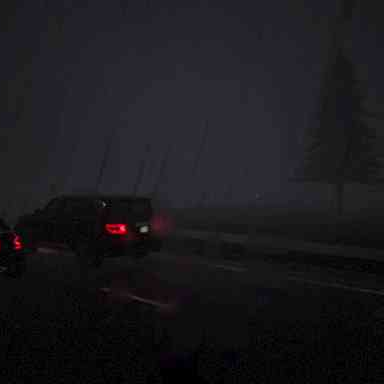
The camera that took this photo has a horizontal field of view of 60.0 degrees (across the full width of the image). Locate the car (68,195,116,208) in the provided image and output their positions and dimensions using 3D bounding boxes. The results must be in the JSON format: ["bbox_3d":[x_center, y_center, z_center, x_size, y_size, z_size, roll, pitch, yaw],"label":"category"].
[{"bbox_3d":[-11.888,1.051,39.831,2.033,1.411,5.357,1,1,36],"label":"car"}]

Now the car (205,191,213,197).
[{"bbox_3d":[4.580,0.465,68.114,2.097,1.767,4.553,1,1,36],"label":"car"}]

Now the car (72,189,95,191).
[{"bbox_3d":[-14.616,0.672,42.019,2.150,2.045,5.566,1,1,36],"label":"car"}]

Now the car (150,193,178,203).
[{"bbox_3d":[-4.674,0.959,55.605,1.837,1.490,4.892,1,0,36],"label":"car"}]

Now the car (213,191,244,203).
[{"bbox_3d":[6.549,0.784,59.047,2.150,2.045,5.566,1,0,37],"label":"car"}]

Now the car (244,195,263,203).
[{"bbox_3d":[10.716,1.162,58.798,2.033,1.411,5.357,1,1,37],"label":"car"}]

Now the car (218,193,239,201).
[{"bbox_3d":[7.382,1.024,66.029,1.882,1.535,5.008,1,1,36],"label":"car"}]

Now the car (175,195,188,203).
[{"bbox_3d":[-2.755,1.107,52.315,1.895,1.301,4.718,1,1,36],"label":"car"}]

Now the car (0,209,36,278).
[{"bbox_3d":[-6.241,1.203,8.409,4.553,1.767,2.097,1,1,36],"label":"car"}]

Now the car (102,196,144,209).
[{"bbox_3d":[-8.060,1.158,39.139,1.895,1.301,4.718,1,1,36],"label":"car"}]

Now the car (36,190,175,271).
[{"bbox_3d":[-3.496,1.085,10.749,5.566,2.045,2.150,1,1,36],"label":"car"}]

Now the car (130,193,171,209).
[{"bbox_3d":[-4.637,0.962,37.885,2.097,1.767,4.553,1,1,36],"label":"car"}]
